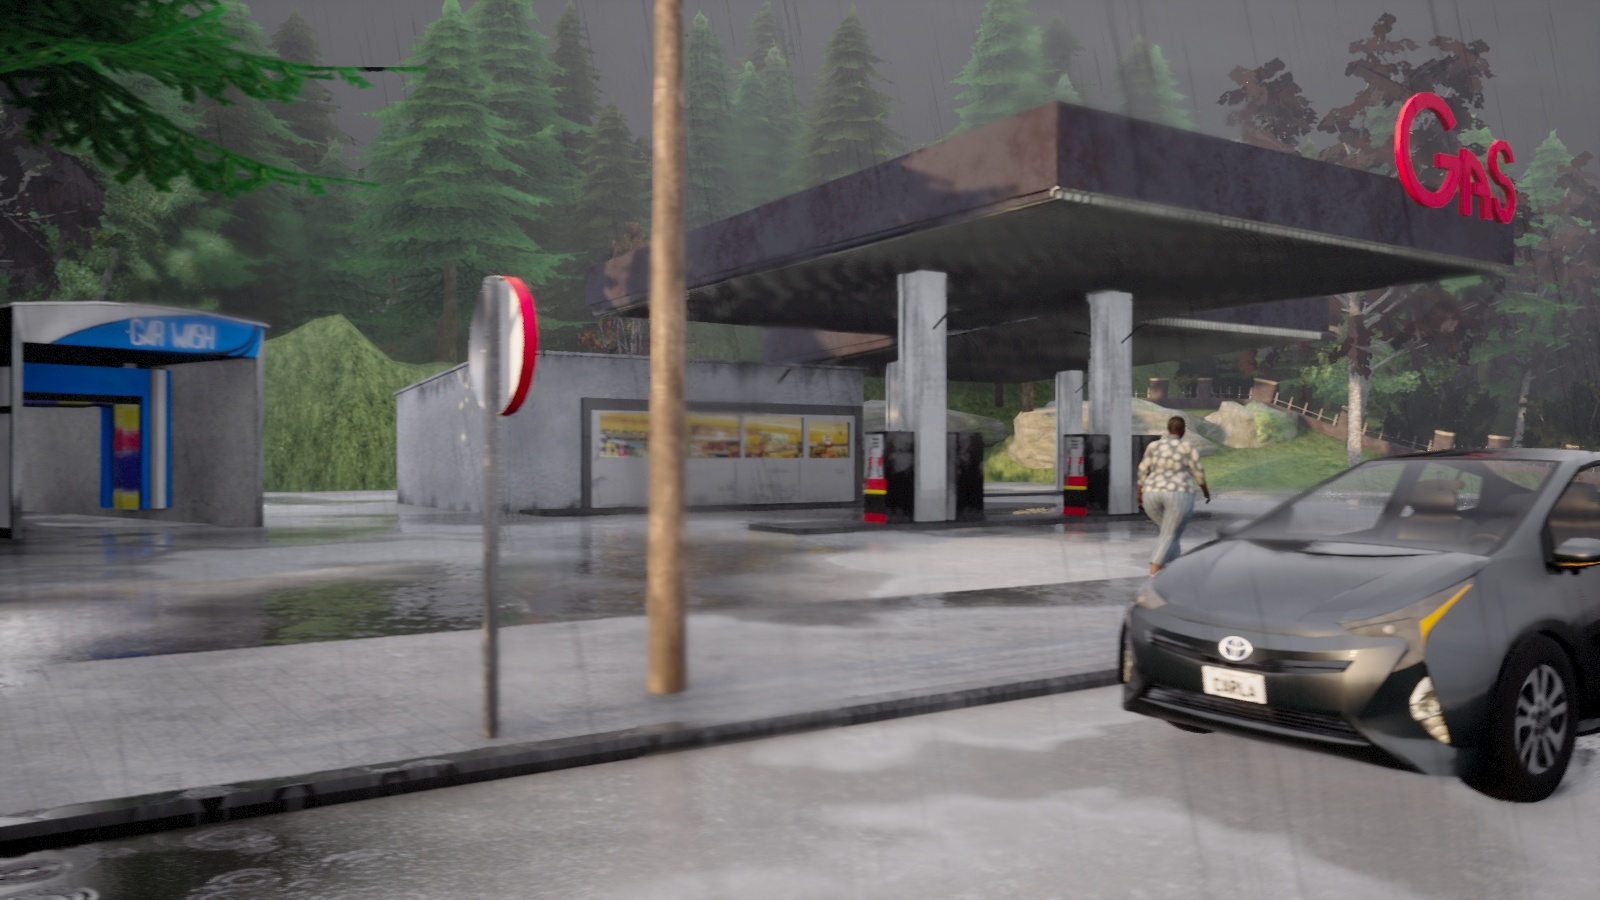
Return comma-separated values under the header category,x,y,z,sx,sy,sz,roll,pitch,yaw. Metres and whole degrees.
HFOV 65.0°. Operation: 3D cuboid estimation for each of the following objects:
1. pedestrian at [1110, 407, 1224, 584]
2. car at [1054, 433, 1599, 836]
category,x,y,z,sx,sy,sz,roll,pitch,yaw
pedestrian,4.021,0.478,13.747,0.874,1.855,0.900,0,0,44
car,3.722,0.700,6.864,4.514,1.525,2.007,0,0,-35
